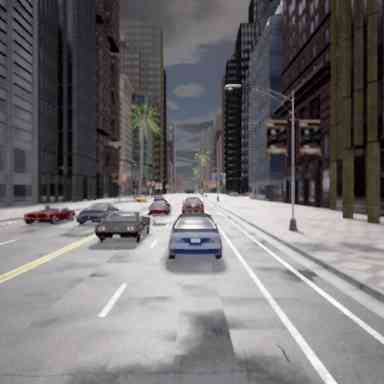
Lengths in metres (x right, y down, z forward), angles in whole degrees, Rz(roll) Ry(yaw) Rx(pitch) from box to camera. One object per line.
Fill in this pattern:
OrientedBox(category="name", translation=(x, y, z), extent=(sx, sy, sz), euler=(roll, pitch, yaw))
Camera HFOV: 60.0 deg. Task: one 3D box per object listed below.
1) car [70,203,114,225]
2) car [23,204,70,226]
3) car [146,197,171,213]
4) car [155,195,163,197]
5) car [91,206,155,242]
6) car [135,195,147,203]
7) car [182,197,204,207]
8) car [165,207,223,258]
OrientedBox(category="car", translation=(-6.592, 1.488, 23.900), extent=(2.033, 1.411, 5.357), euler=(0, 0, 0))
OrientedBox(category="car", translation=(-9.843, 1.543, 23.289), extent=(1.895, 1.301, 4.718), euler=(0, 0, 0))
OrientedBox(category="car", translation=(-3.139, 1.480, 33.455), extent=(1.994, 1.385, 4.181), euler=(0, 0, 0))
OrientedBox(category="car", translation=(-6.495, 1.337, 65.109), extent=(1.837, 1.490, 4.892), euler=(0, 0, 1))
OrientedBox(category="car", translation=(-3.145, 1.561, 16.123), extent=(1.895, 1.301, 4.718), euler=(0, 0, 0))
OrientedBox(category="car", translation=(-9.740, 1.321, 64.118), extent=(1.882, 1.535, 5.008), euler=(0, 0, 0))
OrientedBox(category="car", translation=(0.110, 1.270, 32.676), extent=(2.097, 1.767, 4.553), euler=(0, 0, 0))
OrientedBox(category="car", translation=(0.098, 1.514, 12.618), extent=(2.033, 1.411, 5.357), euler=(0, 0, 0))
